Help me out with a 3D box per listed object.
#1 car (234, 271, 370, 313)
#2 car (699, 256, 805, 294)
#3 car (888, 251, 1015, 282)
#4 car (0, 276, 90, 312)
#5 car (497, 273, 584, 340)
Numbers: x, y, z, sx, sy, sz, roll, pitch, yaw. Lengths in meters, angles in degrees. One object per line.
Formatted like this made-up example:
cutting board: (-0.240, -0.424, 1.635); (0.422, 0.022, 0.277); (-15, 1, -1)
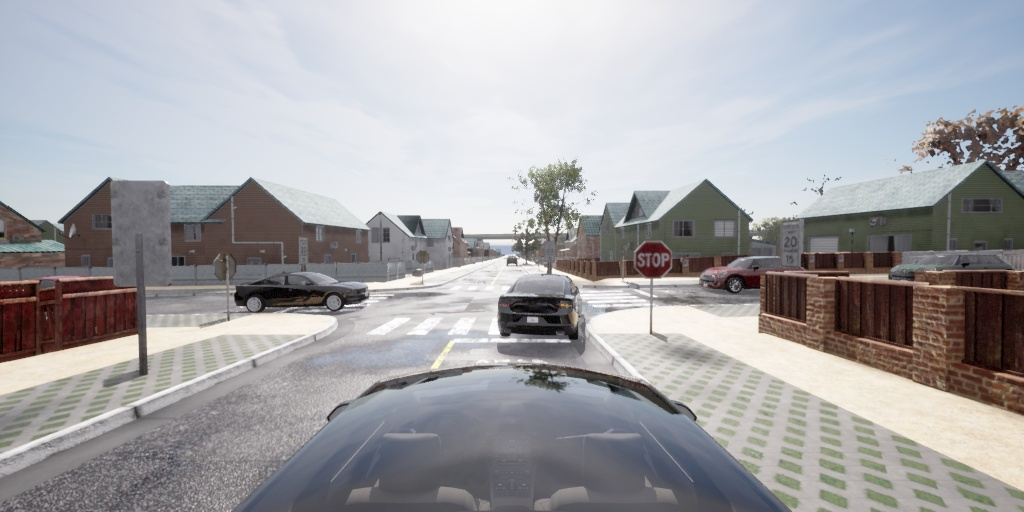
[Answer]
car: (-8.465, 1.376, 14.672); (5.008, 1.535, 1.882); (-1, 2, 0)
car: (11.810, 0.820, 17.750); (4.553, 1.767, 2.097); (-1, 2, 0)
car: (21.705, 0.645, 17.819); (4.553, 1.767, 2.097); (-1, 2, 0)
car: (-18.018, 1.547, 14.611); (5.008, 1.535, 1.882); (-1, 2, 0)
car: (0.960, 1.224, 10.143); (1.882, 1.535, 5.008); (0, 0, 12)
